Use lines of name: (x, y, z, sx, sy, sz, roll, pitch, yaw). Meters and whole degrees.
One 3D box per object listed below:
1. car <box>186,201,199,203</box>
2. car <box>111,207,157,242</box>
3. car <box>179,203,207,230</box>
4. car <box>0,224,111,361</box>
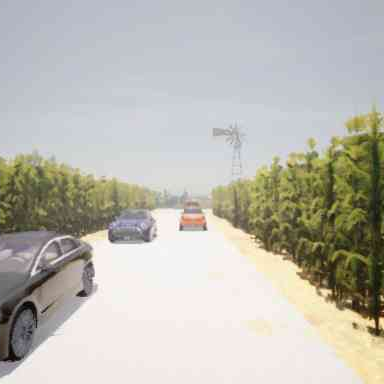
car: (0.055, 2.177, 44.144, 2.150, 2.045, 5.566, 0, -1, 0)
car: (-3.186, 1.764, 18.641, 2.097, 1.767, 4.553, 0, -2, 0)
car: (0.075, 1.981, 26.341, 2.097, 1.767, 4.553, 0, -2, 0)
car: (-3.201, 1.546, 6.050, 2.128, 1.511, 4.902, 0, -1, 0)
